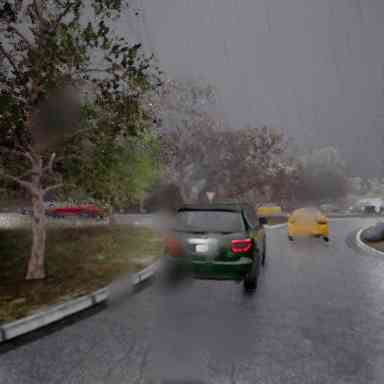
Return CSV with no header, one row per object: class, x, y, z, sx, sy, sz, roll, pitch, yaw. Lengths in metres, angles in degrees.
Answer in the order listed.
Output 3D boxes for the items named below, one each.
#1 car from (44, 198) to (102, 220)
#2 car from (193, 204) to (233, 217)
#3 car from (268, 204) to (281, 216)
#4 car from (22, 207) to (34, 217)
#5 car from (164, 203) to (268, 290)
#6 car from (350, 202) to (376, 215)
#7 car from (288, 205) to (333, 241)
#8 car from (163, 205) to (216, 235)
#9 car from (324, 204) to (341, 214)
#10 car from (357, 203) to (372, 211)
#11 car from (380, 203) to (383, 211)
car,-11.608,1.608,32.536,5.566,2.045,2.150,0,0,5
car,2.462,2.052,38.405,4.181,1.385,1.994,1,-1,-25
car,7.605,1.989,37.283,5.008,1.535,1.882,1,-1,-25
car,-16.039,1.788,36.247,4.553,1.767,2.097,0,-1,4
car,0.931,1.323,9.717,2.150,2.045,5.566,0,0,15
car,24.221,2.237,47.161,4.553,1.767,2.097,1,-1,-42
car,6.261,1.677,18.064,1.882,1.535,5.008,-1,-1,18
car,-0.338,1.723,21.732,1.882,1.535,5.008,0,-1,-21
car,19.404,2.417,47.472,4.181,1.385,1.994,1,-1,-36
car,30.986,2.661,59.585,1.994,1.385,4.181,0,-1,33
car,34.546,2.627,59.107,2.033,1.411,5.357,0,-1,31
